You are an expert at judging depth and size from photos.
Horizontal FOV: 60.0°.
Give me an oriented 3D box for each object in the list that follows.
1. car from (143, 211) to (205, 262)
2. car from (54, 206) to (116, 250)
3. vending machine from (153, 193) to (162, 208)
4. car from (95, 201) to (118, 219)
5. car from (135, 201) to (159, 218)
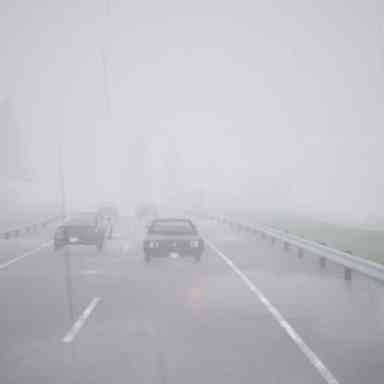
[{"bbox_3d":[-0.763,1.608,12.209,1.895,1.301,4.718,0,0,-6],"label":"car"},{"bbox_3d":[-4.542,1.543,14.281,1.812,1.442,4.674,0,0,-7],"label":"car"},{"bbox_3d":[-4.960,1.228,47.904,1.100,2.100,0.880,0,0,-23],"label":"vending machine"},{"bbox_3d":[-7.508,1.557,29.334,1.812,1.442,4.674,0,0,-14],"label":"car"},{"bbox_3d":[-4.068,1.549,29.983,1.812,1.442,4.674,0,0,-14],"label":"car"}]
